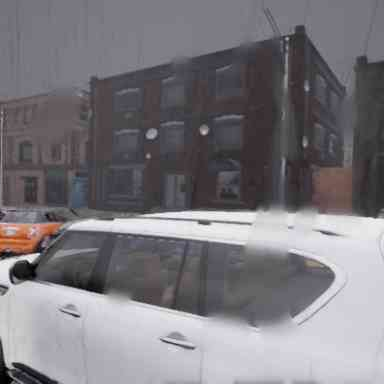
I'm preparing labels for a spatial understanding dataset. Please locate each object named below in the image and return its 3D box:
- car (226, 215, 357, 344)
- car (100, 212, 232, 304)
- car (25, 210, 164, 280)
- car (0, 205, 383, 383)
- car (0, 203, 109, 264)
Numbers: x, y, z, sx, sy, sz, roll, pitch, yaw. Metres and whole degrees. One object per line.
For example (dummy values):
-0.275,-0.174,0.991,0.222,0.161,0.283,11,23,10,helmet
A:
2.192,1.480,7.744,1.946,1.575,5.366,0,-1,15,car
-0.306,1.479,9.311,2.097,1.535,5.008,1,-1,15,car
-2.791,1.478,11.026,2.231,1.521,4.892,0,-1,15,car
-0.345,1.220,3.610,5.566,2.045,2.150,0,0,35,car
-5.278,1.349,12.739,2.185,1.767,4.553,0,-1,14,car
